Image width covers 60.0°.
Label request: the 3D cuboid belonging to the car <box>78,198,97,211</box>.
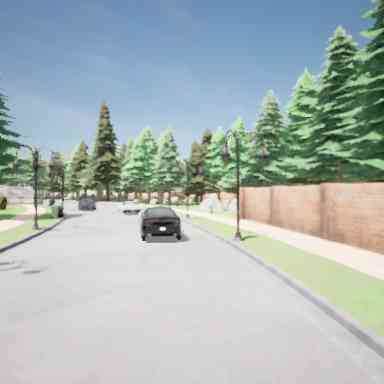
[{"bbox_3d":[-13.118,1.574,41.644,1.837,1.490,4.892,0,0,-24],"label":"car"}]

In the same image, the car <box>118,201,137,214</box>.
[{"bbox_3d":[-6.771,1.642,35.829,1.895,1.301,4.718,0,0,-20],"label":"car"}]

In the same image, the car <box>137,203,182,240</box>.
[{"bbox_3d":[-1.738,1.491,17.235,1.882,1.535,5.008,0,0,-10],"label":"car"}]
